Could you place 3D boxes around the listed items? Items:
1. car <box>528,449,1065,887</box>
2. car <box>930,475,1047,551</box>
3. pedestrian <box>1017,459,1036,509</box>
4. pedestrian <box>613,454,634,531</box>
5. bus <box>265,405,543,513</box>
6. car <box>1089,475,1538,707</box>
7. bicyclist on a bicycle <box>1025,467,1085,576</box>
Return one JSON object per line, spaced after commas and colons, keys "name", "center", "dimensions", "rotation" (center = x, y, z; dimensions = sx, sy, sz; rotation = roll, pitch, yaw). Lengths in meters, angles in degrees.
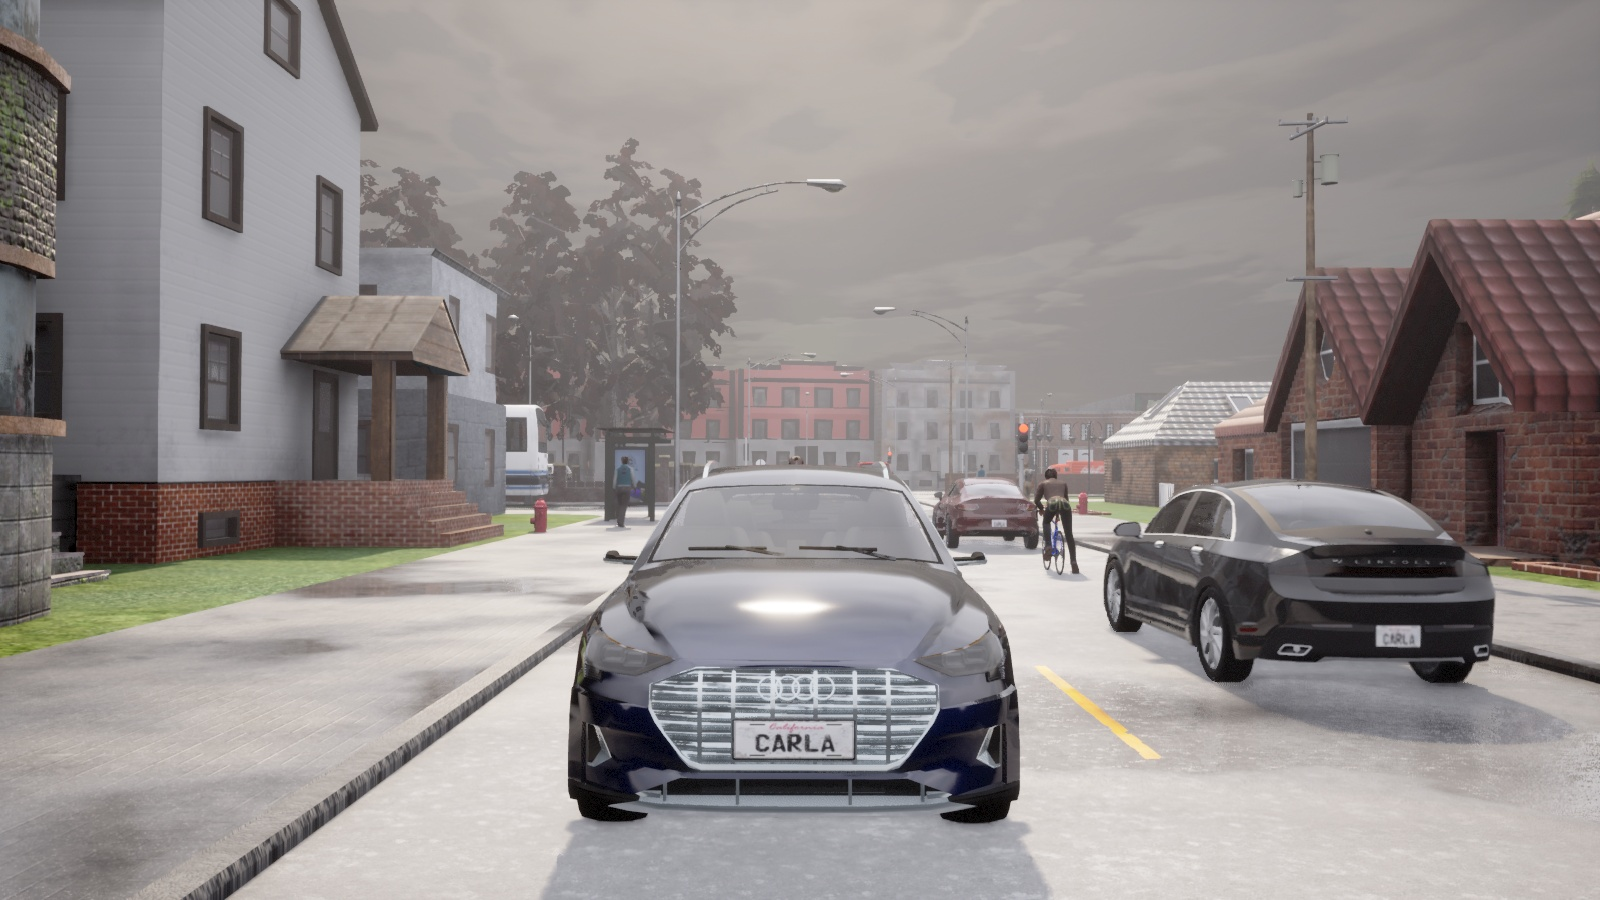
{"name": "car", "center": [-0.020, 0.865, 7.198], "dimensions": [2.033, 1.649, 4.856], "rotation": [0, -1, 0]}
{"name": "car", "center": [3.920, 1.274, 26.825], "dimensions": [1.812, 1.442, 4.674], "rotation": [0, -1, 1]}
{"name": "pedestrian", "center": [8.569, 1.282, 47.540], "dimensions": [0.540, 1.848, 0.694], "rotation": [0, -1, -2]}
{"name": "pedestrian", "center": [-4.474, 1.075, 31.821], "dimensions": [0.396, 1.930, 0.692], "rotation": [0, -1, 4]}
{"name": "bus", "center": [-16.065, 0.369, 51.740], "dimensions": [10.273, 4.253, 3.944], "rotation": [0, -1, -4]}
{"name": "car", "center": [3.972, 0.985, 10.785], "dimensions": [1.837, 1.490, 4.892], "rotation": [0, -1, 0]}
{"name": "bicyclist on a bicycle", "center": [3.948, 1.079, 19.545], "dimensions": [0.582, 1.620, 1.656], "rotation": [0, -1, 0]}
